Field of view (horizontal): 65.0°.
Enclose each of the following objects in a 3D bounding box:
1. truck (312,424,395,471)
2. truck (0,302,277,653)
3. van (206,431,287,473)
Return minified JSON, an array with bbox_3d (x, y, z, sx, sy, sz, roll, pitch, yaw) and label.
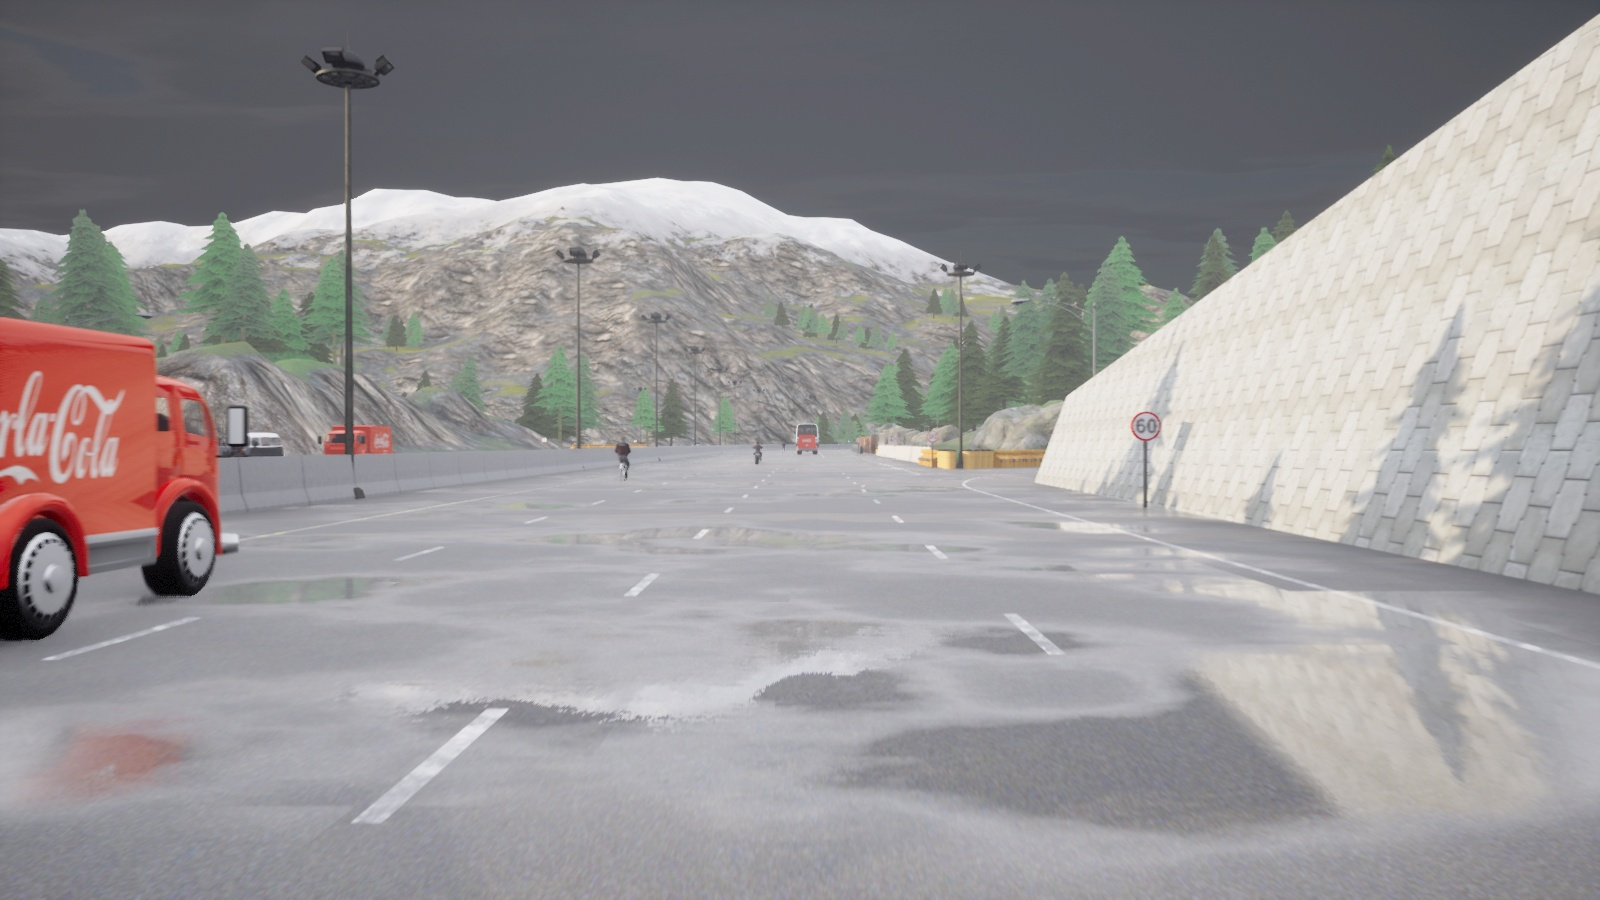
[{"bbox_3d":[-24.098,-0.145,67.989,2.627,2.467,5.204,0,0,0],"label":"truck"},{"bbox_3d":[-6.923,0.190,10.836,2.627,2.467,5.204,0,0,0],"label":"truck"},{"bbox_3d":[-27.627,0.093,62.845,2.069,2.038,4.480,0,0,0],"label":"van"}]
